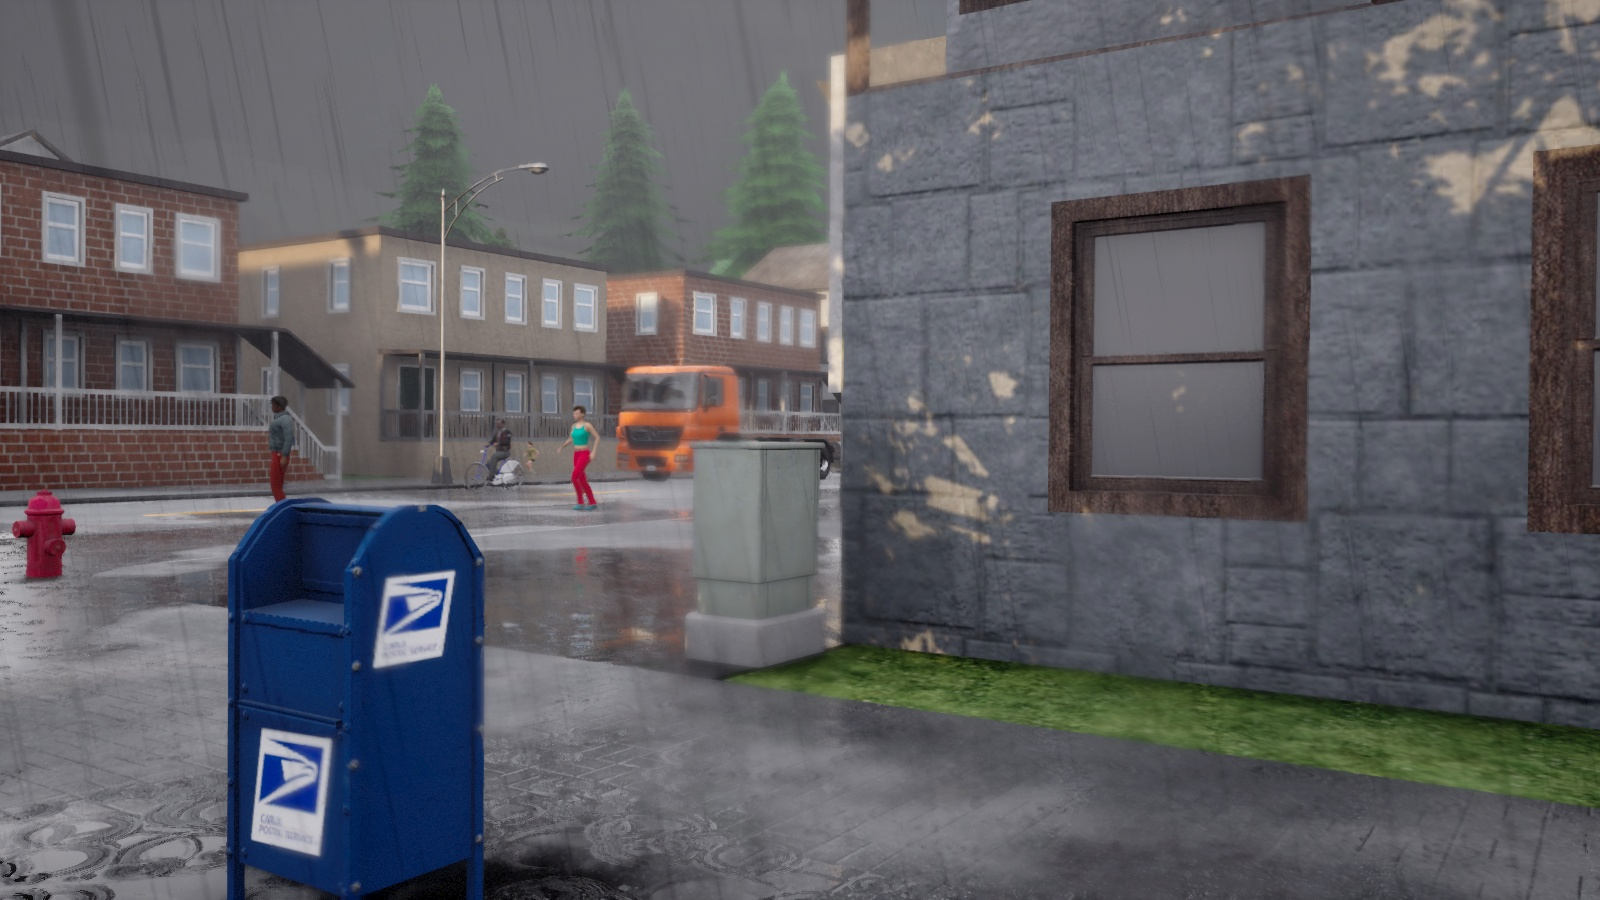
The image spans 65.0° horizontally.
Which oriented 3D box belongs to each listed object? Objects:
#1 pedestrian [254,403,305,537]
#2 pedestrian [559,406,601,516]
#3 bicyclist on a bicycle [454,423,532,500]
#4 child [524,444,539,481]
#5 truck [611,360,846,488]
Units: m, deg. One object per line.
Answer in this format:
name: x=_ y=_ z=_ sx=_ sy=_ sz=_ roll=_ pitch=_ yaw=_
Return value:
pedestrian: x=-7.312 y=0.267 z=17.629 sx=0.614 sy=1.847 sz=0.353 roll=-1 pitch=1 yaw=-26
pedestrian: x=-3.748 y=0.183 z=21.411 sx=0.345 sy=1.836 sz=0.594 roll=0 pitch=1 yaw=44
bicyclist on a bicycle: x=-7.297 y=0.259 z=29.942 sx=0.659 sy=1.776 sz=1.843 roll=0 pitch=1 yaw=34
child: x=-8.186 y=0.373 z=38.285 sx=0.255 sy=1.110 sz=0.394 roll=0 pitch=1 yaw=34
truck: x=-1.938 y=-0.752 z=38.043 sx=2.891 sy=3.462 sz=7.936 roll=0 pitch=1 yaw=33
